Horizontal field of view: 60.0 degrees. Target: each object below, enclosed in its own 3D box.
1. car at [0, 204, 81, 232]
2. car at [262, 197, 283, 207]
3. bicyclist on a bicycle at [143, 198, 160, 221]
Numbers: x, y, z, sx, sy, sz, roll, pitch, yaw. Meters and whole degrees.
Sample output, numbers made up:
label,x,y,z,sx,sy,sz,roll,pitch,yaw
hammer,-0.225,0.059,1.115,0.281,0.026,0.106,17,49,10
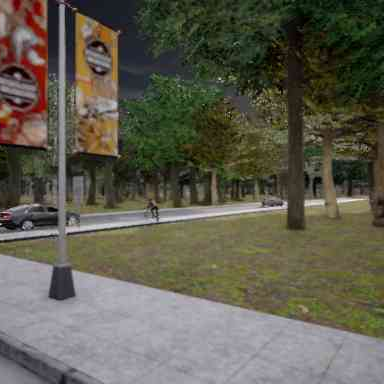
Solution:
label,x,y,z,sx,sy,sz,roll,pitch,yaw
car,-9.096,1.503,20.220,1.837,1.490,4.892,-1,0,35
car,12.087,1.464,49.862,2.128,1.511,4.902,0,0,36
bicyclist on a bicycle,-2.892,1.292,23.895,1.656,1.620,0.582,0,0,36
